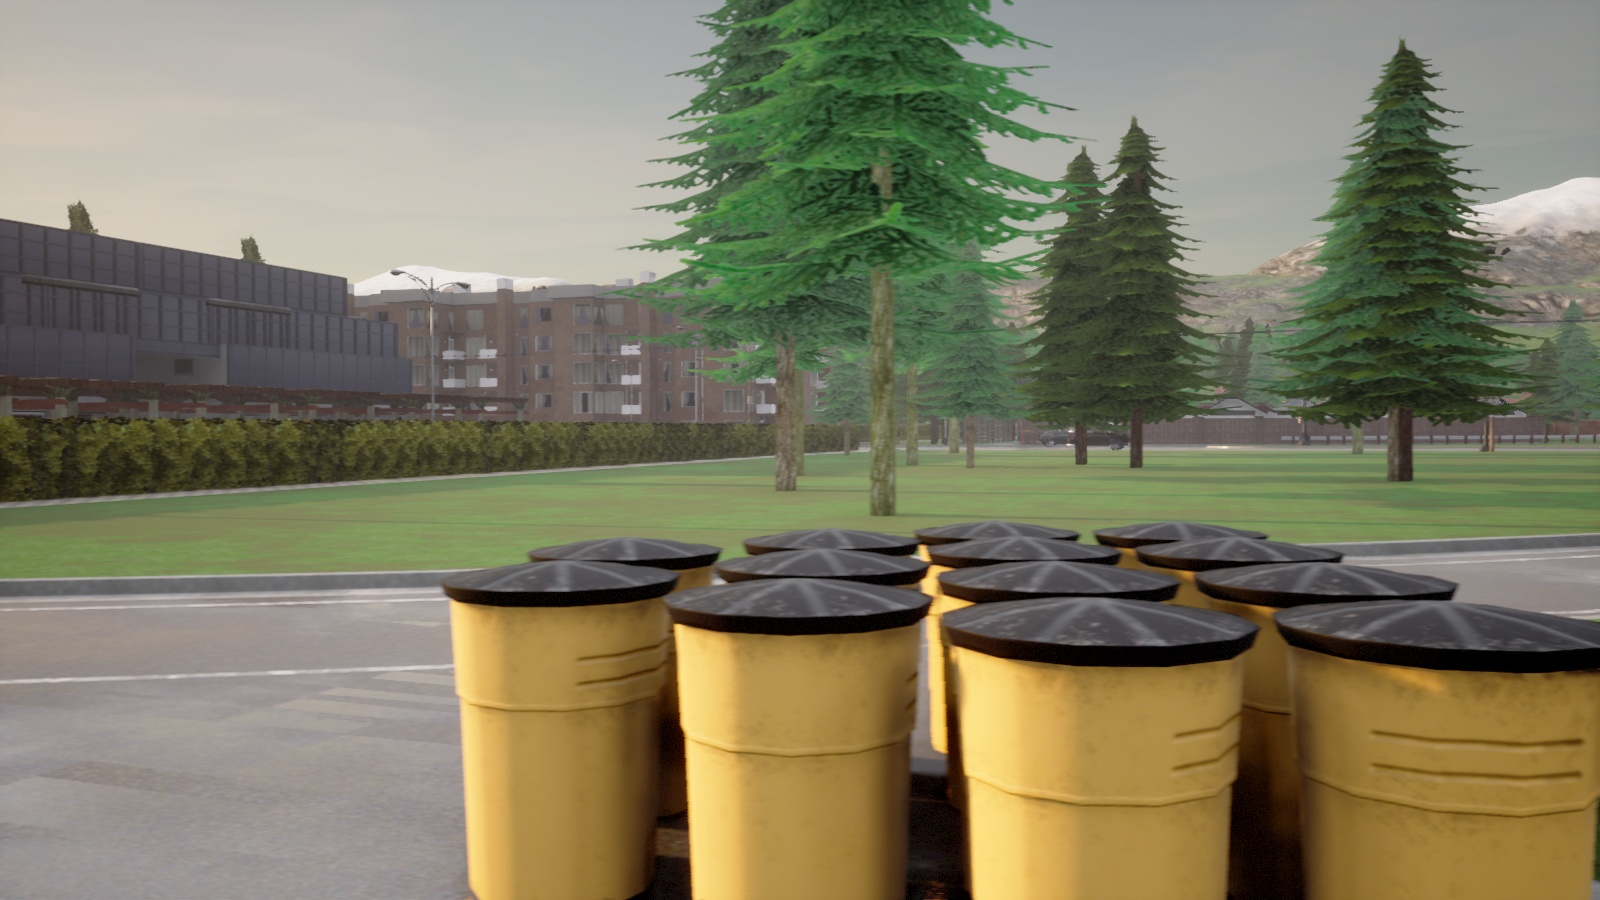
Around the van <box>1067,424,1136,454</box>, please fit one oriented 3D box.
[{"bbox_3d":[21.139,-0.781,88.038,4.480,2.038,2.069,1,1,19],"label":"van"}]
